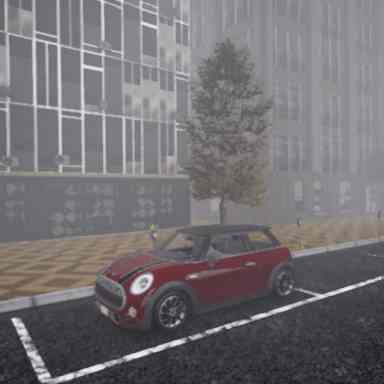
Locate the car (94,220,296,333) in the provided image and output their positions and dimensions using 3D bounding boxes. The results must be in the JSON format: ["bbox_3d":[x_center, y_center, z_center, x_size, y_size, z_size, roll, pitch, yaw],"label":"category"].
[{"bbox_3d":[0.166,1.425,6.687,4.097,1.590,1.967,0,0,-35],"label":"car"}]
